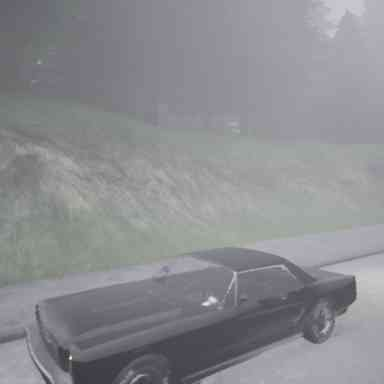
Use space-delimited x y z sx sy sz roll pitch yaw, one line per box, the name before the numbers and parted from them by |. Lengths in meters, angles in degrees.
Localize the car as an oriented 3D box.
car | 0.269 1.569 4.782 4.718 1.301 1.895 -1 0 -35
